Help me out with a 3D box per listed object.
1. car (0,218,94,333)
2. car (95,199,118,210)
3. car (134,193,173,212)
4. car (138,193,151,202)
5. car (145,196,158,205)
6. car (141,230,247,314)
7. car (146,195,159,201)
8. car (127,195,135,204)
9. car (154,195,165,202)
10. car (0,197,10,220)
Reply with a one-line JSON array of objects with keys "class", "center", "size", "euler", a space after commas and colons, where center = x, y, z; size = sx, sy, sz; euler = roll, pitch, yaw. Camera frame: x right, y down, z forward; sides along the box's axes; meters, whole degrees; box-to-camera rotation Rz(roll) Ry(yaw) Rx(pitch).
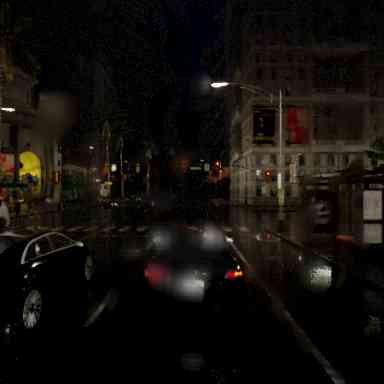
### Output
[{"class": "car", "center": [-3.461, 1.489, 6.772], "size": [2.128, 1.511, 4.902], "euler": [0, 0, 0]}, {"class": "car", "center": [-10.713, 1.533, 42.210], "size": [2.033, 1.411, 5.357], "euler": [0, 0, 0]}, {"class": "car", "center": [-4.455, 1.339, 37.832], "size": [2.097, 1.767, 4.553], "euler": [0, 0, -30]}, {"class": "car", "center": [-10.700, 1.199, 74.850], "size": [2.150, 2.045, 5.566], "euler": [0, 0, 0]}, {"class": "car", "center": [-7.238, 1.505, 60.156], "size": [1.812, 1.442, 4.674], "euler": [0, 0, 0]}, {"class": "car", "center": [0.043, 1.561, 7.710], "size": [1.994, 1.385, 4.181], "euler": [0, 0, 0]}, {"class": "car", "center": [-10.336, 1.510, 87.598], "size": [2.033, 1.411, 5.357], "euler": [0, 0, 6]}, {"class": "car", "center": [-10.722, 1.331, 61.737], "size": [2.097, 1.767, 4.553], "euler": [0, 0, 0]}, {"class": "car", "center": [-7.198, 1.452, 73.890], "size": [1.882, 1.535, 5.008], "euler": [0, 0, 0]}, {"class": "car", "center": [-10.641, 1.216, 15.247], "size": [2.150, 2.045, 5.566], "euler": [0, 0, 0]}]
